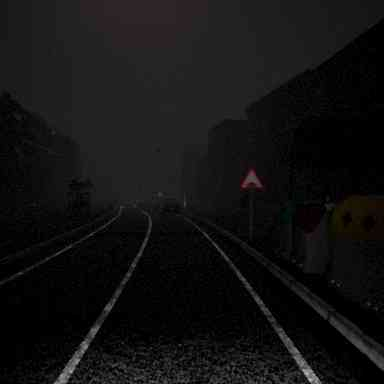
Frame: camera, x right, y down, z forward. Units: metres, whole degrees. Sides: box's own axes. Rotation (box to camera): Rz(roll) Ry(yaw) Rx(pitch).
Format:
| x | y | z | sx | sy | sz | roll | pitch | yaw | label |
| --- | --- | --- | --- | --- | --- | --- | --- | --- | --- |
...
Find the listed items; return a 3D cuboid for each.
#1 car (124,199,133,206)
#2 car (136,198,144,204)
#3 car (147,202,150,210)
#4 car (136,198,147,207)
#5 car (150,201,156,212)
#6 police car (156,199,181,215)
| x | y | z | sx | sy | sz | roll | pitch | yaw | label |
| --- | --- | --- | --- | --- | --- | --- | --- | --- | --- |
| -14.426 | 2.426 | 75.452 | 1.812 | 1.442 | 4.674 | 0 | 0 | -12 | car |
| -13.387 | 2.307 | 85.315 | 1.895 | 1.301 | 4.718 | 0 | 2 | -12 | car |
| -5.572 | 2.159 | 51.690 | 1.812 | 1.442 | 4.674 | 0 | -2 | -12 | car |
| -10.366 | 2.414 | 70.588 | 2.128 | 1.511 | 4.902 | 0 | 0 | -12 | car |
| -4.366 | 1.949 | 45.805 | 1.812 | 1.442 | 4.674 | 0 | -2 | -12 | car |
| -2.433 | 1.571 | 36.031 | 1.930 | 1.638 | 5.238 | 0 | -1 | -10 | police car |
